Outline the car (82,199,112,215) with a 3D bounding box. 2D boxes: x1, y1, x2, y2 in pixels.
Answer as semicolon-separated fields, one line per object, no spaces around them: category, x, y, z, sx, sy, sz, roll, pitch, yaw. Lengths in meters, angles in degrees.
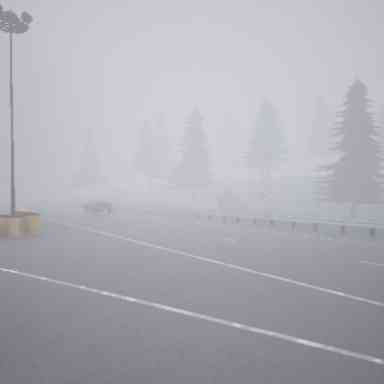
car;-9.705;1.480;33.820;1.837;1.490;4.892;0;0;-36
